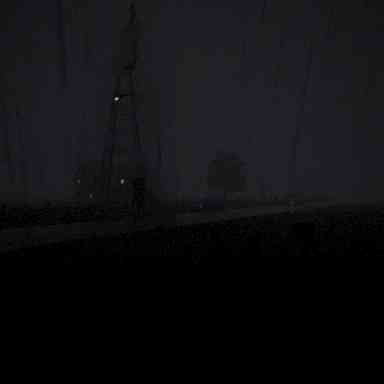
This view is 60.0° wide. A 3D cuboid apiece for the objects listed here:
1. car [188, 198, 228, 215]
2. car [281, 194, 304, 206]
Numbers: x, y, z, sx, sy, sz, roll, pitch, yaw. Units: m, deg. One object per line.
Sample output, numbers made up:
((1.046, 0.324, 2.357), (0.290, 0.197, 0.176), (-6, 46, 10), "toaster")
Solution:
((1.628, 1.334, 32.492), (1.882, 1.535, 5.008), (1, 1, 38), "car")
((14.895, 1.139, 49.343), (2.097, 1.767, 4.553), (1, 1, 38), "car")
